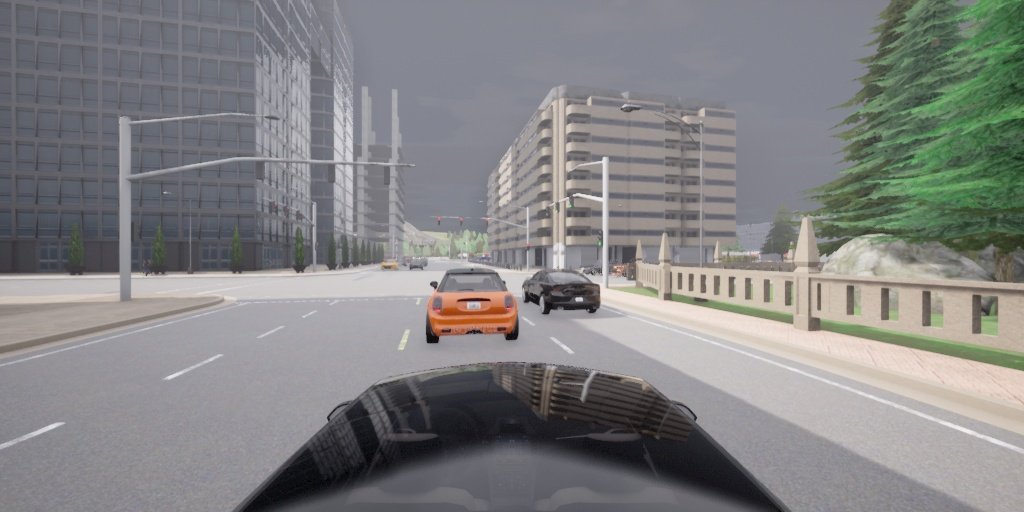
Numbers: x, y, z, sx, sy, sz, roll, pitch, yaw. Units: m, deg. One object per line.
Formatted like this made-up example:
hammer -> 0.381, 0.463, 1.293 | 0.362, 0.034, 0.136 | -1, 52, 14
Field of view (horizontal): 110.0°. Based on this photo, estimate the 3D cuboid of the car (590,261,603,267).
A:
car -> 9.737, 1.291, 38.165 | 4.902, 1.511, 2.128 | 0, 0, -12

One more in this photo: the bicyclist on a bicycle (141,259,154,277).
bicyclist on a bicycle -> -33.998, 1.102, 33.445 | 0.582, 1.620, 1.656 | 0, 0, -12

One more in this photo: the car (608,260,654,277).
car -> 11.969, 1.153, 35.067 | 4.553, 1.767, 2.097 | 0, 0, -12

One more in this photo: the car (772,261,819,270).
car -> 31.542, 1.326, 39.358 | 4.674, 1.442, 1.812 | 0, 0, -12

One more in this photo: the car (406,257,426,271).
car -> -13.321, 1.249, 49.993 | 1.837, 1.490, 4.892 | 0, 0, -12

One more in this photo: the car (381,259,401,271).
car -> -16.691, 1.221, 49.011 | 1.882, 1.535, 5.008 | 0, 0, -12

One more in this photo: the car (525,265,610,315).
car -> 1.686, 1.226, 13.773 | 1.882, 1.535, 5.008 | 0, 0, -10

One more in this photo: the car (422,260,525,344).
car -> -1.181, 1.101, 9.912 | 2.097, 1.767, 4.553 | 0, 0, -10

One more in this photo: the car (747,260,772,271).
car -> 29.826, 1.278, 42.572 | 5.008, 1.535, 1.882 | 0, 0, -12
